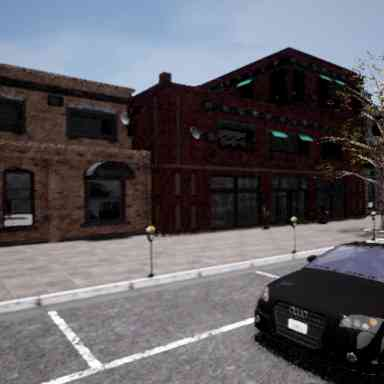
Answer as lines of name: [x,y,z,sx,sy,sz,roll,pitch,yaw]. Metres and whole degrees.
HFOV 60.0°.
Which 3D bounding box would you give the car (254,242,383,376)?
car: [3.001,1.582,5.536,4.181,1.385,1.994,0,0,-36]
